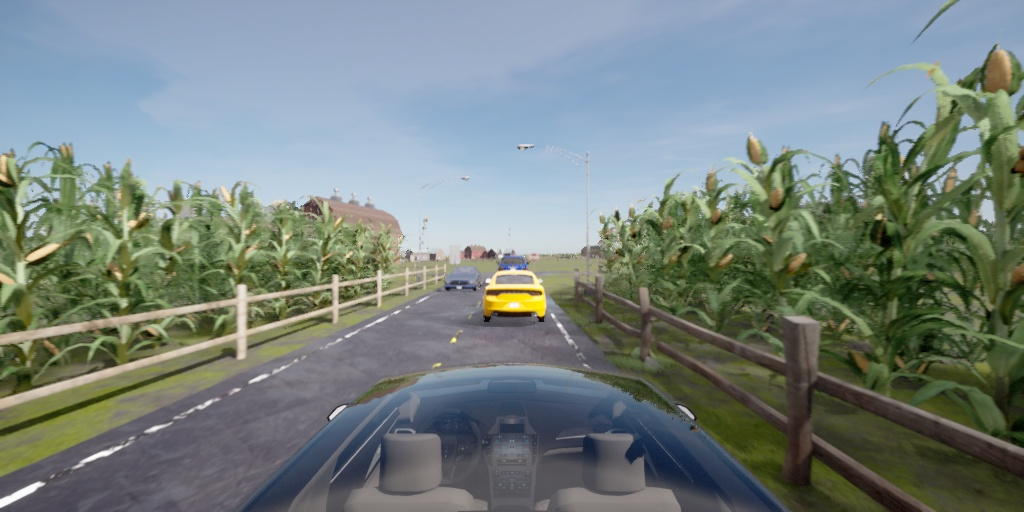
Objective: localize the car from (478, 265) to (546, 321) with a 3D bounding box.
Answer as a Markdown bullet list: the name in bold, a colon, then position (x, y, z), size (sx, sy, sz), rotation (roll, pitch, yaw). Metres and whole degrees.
- **car**: position (0.080, 1.244, 12.567), size (1.882, 1.535, 5.008), rotation (0, 0, 0)

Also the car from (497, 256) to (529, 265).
- **car**: position (0.073, 1.007, 25.851), size (2.150, 2.045, 5.566), rotation (0, 0, 0)

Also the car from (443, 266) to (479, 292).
- **car**: position (-2.832, 1.327, 21.956), size (2.033, 1.411, 5.357), rotation (0, 0, 0)
